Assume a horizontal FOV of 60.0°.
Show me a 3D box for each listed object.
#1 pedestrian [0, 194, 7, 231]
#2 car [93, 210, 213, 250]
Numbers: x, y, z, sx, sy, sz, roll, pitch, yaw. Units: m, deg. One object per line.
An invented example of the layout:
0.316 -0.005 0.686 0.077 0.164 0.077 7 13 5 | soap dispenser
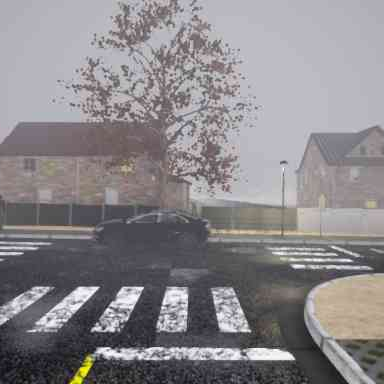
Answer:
-9.675 1.023 16.793 0.375 1.860 0.375 0 -2 0 | pedestrian
-1.582 1.518 13.917 4.902 1.511 2.128 1 0 0 | car
